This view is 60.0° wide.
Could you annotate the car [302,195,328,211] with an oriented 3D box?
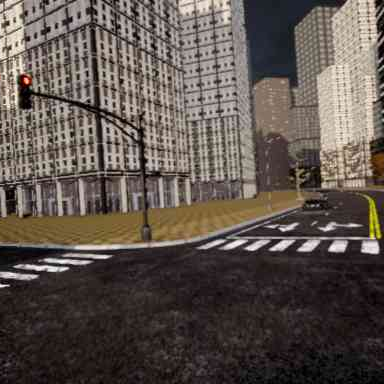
[{"bbox_3d":[12.089,1.054,32.620,1.994,1.385,4.181,-4,0,28],"label":"car"}]
